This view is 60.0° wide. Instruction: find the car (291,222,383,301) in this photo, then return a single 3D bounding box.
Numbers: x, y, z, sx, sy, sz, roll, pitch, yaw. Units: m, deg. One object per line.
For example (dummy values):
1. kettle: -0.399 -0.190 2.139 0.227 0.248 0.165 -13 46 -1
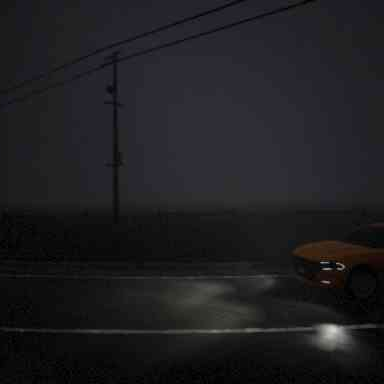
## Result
1. car: 4.892 1.484 8.096 5.008 1.535 1.882 0 0 -13
